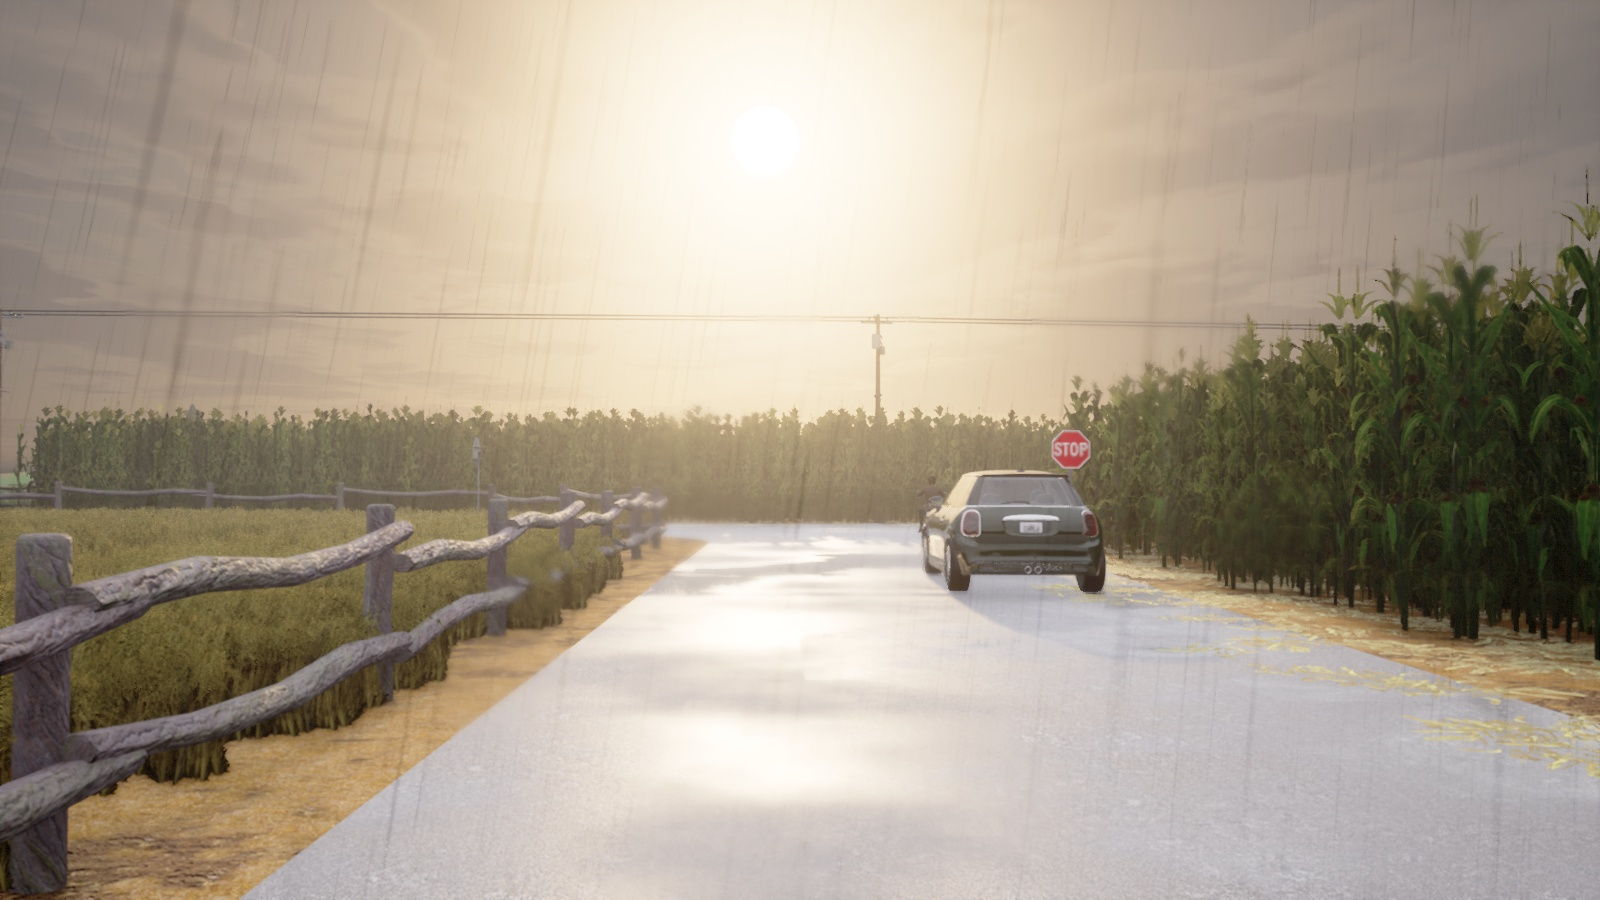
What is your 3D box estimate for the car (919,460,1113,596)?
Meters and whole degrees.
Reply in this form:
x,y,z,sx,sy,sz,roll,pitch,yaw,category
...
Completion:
x,y,z,sx,sy,sz,roll,pitch,yaw,category
3.055,1.072,18.782,2.097,1.767,4.553,0,-1,0,car
